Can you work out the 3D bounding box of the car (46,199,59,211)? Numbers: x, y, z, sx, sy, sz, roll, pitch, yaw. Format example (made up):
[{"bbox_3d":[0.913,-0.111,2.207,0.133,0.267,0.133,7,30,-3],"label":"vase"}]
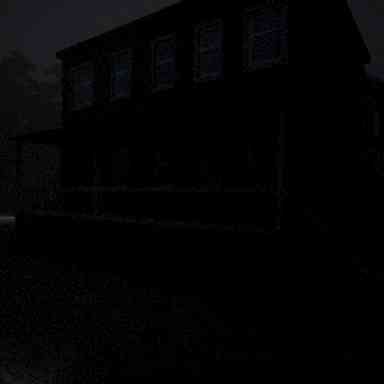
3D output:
[{"bbox_3d":[-10.561,0.960,30.541,2.150,2.045,5.566,1,1,35],"label":"car"}]
